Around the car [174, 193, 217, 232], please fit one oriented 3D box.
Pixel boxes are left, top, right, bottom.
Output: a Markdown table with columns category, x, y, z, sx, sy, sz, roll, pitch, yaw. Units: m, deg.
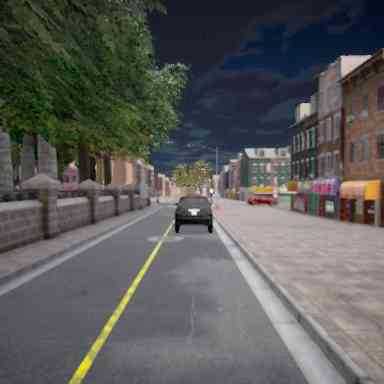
| category | x | y | z | sx | sy | sz | roll | pitch | yaw |
| --- | --- | --- | --- | --- | --- | --- | --- | --- | --- |
| car | 0.084 | 1.200 | 20.231 | 2.150 | 2.045 | 5.566 | 0 | 0 | 0 |

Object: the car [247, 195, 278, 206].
| category | x | y | z | sx | sy | sz | roll | pitch | yaw |
| --- | --- | --- | --- | --- | --- | --- | --- | --- | --- |
| car | 11.767 | 1.492 | 55.969 | 5.009 | 1.841 | 2.192 | 1 | 0 | 0 |

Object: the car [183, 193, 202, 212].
| category | x | y | z | sx | sy | sz | roll | pitch | yaw |
| --- | --- | --- | --- | --- | --- | --- | --- | --- | --- |
| car | 0.095 | 1.190 | 39.528 | 2.150 | 2.045 | 5.566 | 0 | 0 | 0 |
